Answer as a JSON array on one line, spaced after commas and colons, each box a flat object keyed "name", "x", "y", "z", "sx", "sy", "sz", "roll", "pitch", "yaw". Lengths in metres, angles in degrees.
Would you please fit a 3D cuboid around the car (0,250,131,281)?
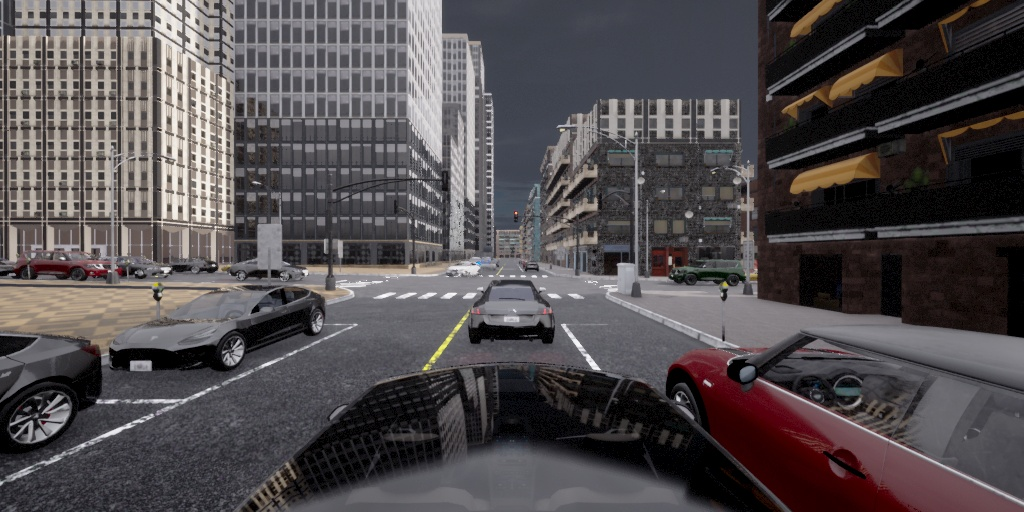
[{"name": "car", "x": -27.436, "y": 0.591, "z": 22.195, "sx": 5.009, "sy": 1.841, "sz": 2.192, "roll": 0, "pitch": 0, "yaw": -1}]

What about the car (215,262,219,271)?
[{"name": "car", "x": -22.117, "y": 0.880, "z": 30.739, "sx": 4.829, "sy": 1.417, "sz": 1.751, "roll": 0, "pitch": 0, "yaw": -1}]

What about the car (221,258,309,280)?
[{"name": "car", "x": -16.787, "y": 0.959, "z": 24.939, "sx": 4.902, "sy": 1.511, "sz": 2.128, "roll": 1, "pitch": 0, "yaw": -1}]

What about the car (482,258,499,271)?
[{"name": "car", "x": -3.222, "y": 1.356, "z": 50.158, "sx": 1.895, "sy": 1.301, "sz": 4.718, "roll": 0, "pitch": 0, "yaw": 0}]

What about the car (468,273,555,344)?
[{"name": "car", "x": -0.015, "y": 1.314, "z": 9.616, "sx": 1.994, "sy": 1.385, "sz": 4.181, "roll": 0, "pitch": 0, "yaw": 0}]

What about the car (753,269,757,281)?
[{"name": "car", "x": 21.291, "y": 1.698, "z": 31.256, "sx": 4.829, "sy": 1.417, "sz": 1.751, "roll": 0, "pitch": 0, "yaw": -1}]

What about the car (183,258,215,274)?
[{"name": "car", "x": -27.561, "y": 0.816, "z": 30.575, "sx": 4.313, "sy": 1.339, "sz": 1.948, "roll": 0, "pitch": 0, "yaw": -1}]

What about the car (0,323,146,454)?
[{"name": "car", "x": -5.688, "y": 1.316, "z": 2.437, "sx": 1.948, "sy": 1.339, "sz": 4.313, "roll": 0, "pitch": 0, "yaw": 0}]

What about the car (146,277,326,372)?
[{"name": "car", "x": -5.702, "y": 1.315, "z": 7.684, "sx": 1.948, "sy": 1.339, "sz": 4.313, "roll": 0, "pitch": 0, "yaw": 0}]

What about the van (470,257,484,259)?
[{"name": "van", "x": -5.833, "y": 1.097, "z": 57.295, "sx": 1.690, "sy": 1.789, "sz": 3.998, "roll": 0, "pitch": 0, "yaw": 0}]

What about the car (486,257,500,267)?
[{"name": "car", "x": -3.216, "y": 1.261, "z": 64.909, "sx": 1.837, "sy": 1.490, "sz": 4.892, "roll": 0, "pitch": 1, "yaw": 0}]

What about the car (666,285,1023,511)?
[{"name": "car", "x": 2.693, "y": 1.190, "z": 2.460, "sx": 1.967, "sy": 1.591, "sz": 4.097, "roll": 0, "pitch": 0, "yaw": 0}]

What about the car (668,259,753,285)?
[{"name": "car", "x": 15.514, "y": 1.290, "z": 28.581, "sx": 5.566, "sy": 2.045, "sz": 2.150, "roll": 1, "pitch": 0, "yaw": -1}]

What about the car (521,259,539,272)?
[{"name": "car", "x": 2.575, "y": 1.319, "z": 47.351, "sx": 1.948, "sy": 1.339, "sz": 4.313, "roll": 0, "pitch": 0, "yaw": 0}]

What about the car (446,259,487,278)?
[{"name": "car", "x": -4.364, "y": 1.244, "z": 33.559, "sx": 1.812, "sy": 1.442, "sz": 4.674, "roll": 1, "pitch": -1, "yaw": 19}]

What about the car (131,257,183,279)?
[{"name": "car", "x": -26.360, "y": 0.780, "z": 24.802, "sx": 4.902, "sy": 1.511, "sz": 2.128, "roll": 1, "pitch": 0, "yaw": -1}]

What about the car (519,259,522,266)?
[{"name": "car", "x": 2.548, "y": 1.301, "z": 57.318, "sx": 1.888, "sy": 1.381, "sz": 4.507, "roll": 0, "pitch": 0, "yaw": 0}]
